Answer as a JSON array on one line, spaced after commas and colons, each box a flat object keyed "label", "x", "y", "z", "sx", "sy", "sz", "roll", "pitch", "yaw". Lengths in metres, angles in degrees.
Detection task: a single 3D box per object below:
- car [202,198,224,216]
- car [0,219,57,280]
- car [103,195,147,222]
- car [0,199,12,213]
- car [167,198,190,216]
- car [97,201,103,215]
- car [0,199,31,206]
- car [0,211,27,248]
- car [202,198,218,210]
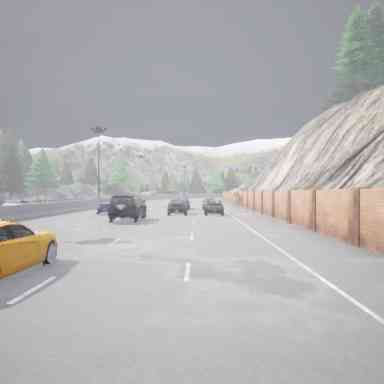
[{"label": "car", "x": 2.113, "y": 1.491, "z": 32.808, "sx": 2.128, "sy": 1.511, "sz": 4.902, "roll": 0, "pitch": 0, "yaw": 1}, {"label": "car", "x": -5.288, "y": 1.478, "z": 8.696, "sx": 1.882, "sy": 1.535, "sz": 5.008, "roll": 0, "pitch": 0, "yaw": 1}, {"label": "car", "x": -5.001, "y": 1.224, "z": 26.241, "sx": 2.150, "sy": 2.045, "sz": 5.566, "roll": 0, "pitch": 0, "yaw": 1}, {"label": "car", "x": -22.422, "y": 1.532, "z": 36.875, "sx": 2.128, "sy": 1.511, "sz": 4.902, "roll": 0, "pitch": 0, "yaw": 1}, {"label": "car", "x": -1.385, "y": 1.505, "z": 32.992, "sx": 1.837, "sy": 1.490, "sz": 4.892, "roll": 0, "pitch": 0, "yaw": 1}, {"label": "car", "x": -8.370, "y": 1.526, "z": 34.168, "sx": 1.812, "sy": 1.442, "sz": 4.674, "roll": 0, "pitch": 0, "yaw": 1}, {"label": "car", "x": -18.954, "y": 1.526, "z": 35.739, "sx": 1.812, "sy": 1.442, "sz": 4.674, "roll": 0, "pitch": 0, "yaw": 1}, {"label": "car", "x": -8.709, "y": 1.564, "z": 13.395, "sx": 1.994, "sy": 1.385, "sz": 4.181, "roll": 0, "pitch": 0, "yaw": 1}, {"label": "car", "x": 2.283, "y": 1.526, "z": 43.256, "sx": 1.812, "sy": 1.442, "sz": 4.674, "roll": 0, "pitch": 0, "yaw": 1}]
